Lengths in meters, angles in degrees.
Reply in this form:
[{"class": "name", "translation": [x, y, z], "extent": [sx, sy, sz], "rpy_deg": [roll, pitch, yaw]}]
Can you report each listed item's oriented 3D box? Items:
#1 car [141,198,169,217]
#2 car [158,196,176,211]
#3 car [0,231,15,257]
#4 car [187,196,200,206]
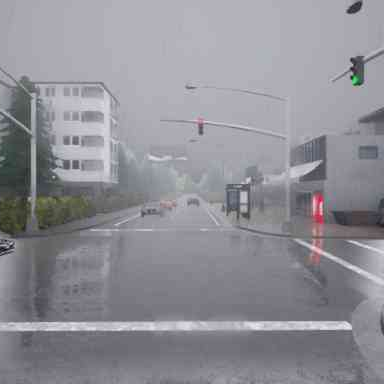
[{"class": "car", "translation": [-3.527, 1.562, 31.031], "extent": [1.994, 1.385, 4.181], "rpy_deg": [0, 0, 0]}, {"class": "car", "translation": [-3.497, 1.350, 40.733], "extent": [2.097, 1.767, 4.553], "rpy_deg": [0, 0, 0]}, {"class": "car", "translation": [-8.394, 1.629, 10.788], "extent": [4.892, 1.490, 1.837], "rpy_deg": [-3, 0, 0]}, {"class": "car", "translation": [0.242, 1.503, 54.202], "extent": [1.837, 1.490, 4.892], "rpy_deg": [0, 0, 1]}]
